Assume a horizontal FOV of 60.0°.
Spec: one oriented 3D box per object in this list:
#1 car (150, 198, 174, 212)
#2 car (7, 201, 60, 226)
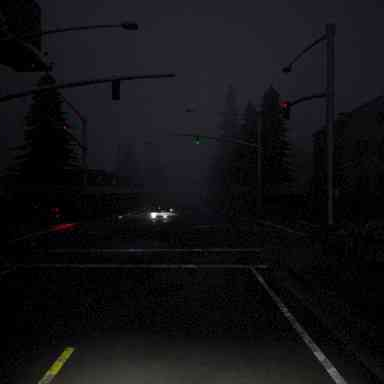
[{"bbox_3d":[-3.516,1.564,37.988,1.994,1.385,4.181,0,0,0],"label":"car"},{"bbox_3d":[-11.092,1.317,21.395,4.902,1.511,2.128,1,0,-1],"label":"car"}]
